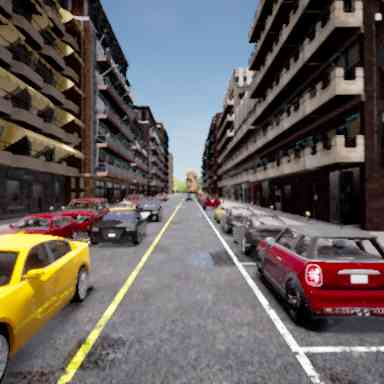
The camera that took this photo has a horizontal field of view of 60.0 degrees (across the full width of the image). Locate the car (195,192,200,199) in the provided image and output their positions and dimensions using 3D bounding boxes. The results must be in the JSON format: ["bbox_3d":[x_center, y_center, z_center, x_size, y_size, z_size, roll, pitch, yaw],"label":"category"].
[{"bbox_3d":[2.154,1.123,62.911,2.192,1.841,5.009,0,0,0],"label":"car"}]

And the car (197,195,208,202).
[{"bbox_3d":[2.104,1.344,68.480,2.008,1.369,4.403,0,0,0],"label":"car"}]

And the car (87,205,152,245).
[{"bbox_3d":[-3.217,1.534,15.297,1.994,1.385,4.181,0,0,0],"label":"car"}]

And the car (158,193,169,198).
[{"bbox_3d":[-6.274,1.153,68.439,2.192,1.841,5.009,0,0,0],"label":"car"}]

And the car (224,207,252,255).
[{"bbox_3d":[2.598,1.498,12.804,2.008,1.369,4.403,0,0,-1],"label":"car"}]

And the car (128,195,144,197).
[{"bbox_3d":[-5.978,1.243,35.033,2.192,1.841,5.009,0,0,0],"label":"car"}]

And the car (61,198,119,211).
[{"bbox_3d":[-5.830,1.291,18.330,2.192,1.841,5.009,0,0,-1],"label":"car"}]

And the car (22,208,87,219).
[{"bbox_3d":[-5.782,1.537,12.763,1.887,1.381,4.507,1,0,0],"label":"car"}]

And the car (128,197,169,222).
[{"bbox_3d":[-3.274,1.431,25.820,2.128,1.511,4.902,0,0,0],"label":"car"}]

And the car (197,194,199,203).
[{"bbox_3d":[2.252,1.388,51.777,2.008,1.369,4.403,0,0,0],"label":"car"}]

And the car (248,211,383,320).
[{"bbox_3d":[2.648,1.404,7.236,1.967,1.590,4.097,0,0,0],"label":"car"}]

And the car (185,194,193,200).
[{"bbox_3d":[-0.724,1.186,82.785,1.812,1.442,4.674,0,0,-1],"label":"car"}]

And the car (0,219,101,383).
[{"bbox_3d":[-3.135,1.478,5.335,1.882,1.535,5.008,0,0,0],"label":"car"}]

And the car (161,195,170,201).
[{"bbox_3d":[-6.376,1.392,79.575,1.802,1.307,4.206,0,0,0],"label":"car"}]

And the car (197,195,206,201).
[{"bbox_3d":[2.054,1.345,74.048,1.947,1.339,4.313,0,0,0],"label":"car"}]

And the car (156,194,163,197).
[{"bbox_3d":[-6.128,1.448,51.737,1.947,1.339,4.313,0,0,-1],"label":"car"}]

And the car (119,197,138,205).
[{"bbox_3d":[-5.929,1.469,29.296,1.752,1.417,4.829,0,0,0],"label":"car"}]

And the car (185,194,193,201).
[{"bbox_3d":[-0.634,1.382,72.778,1.895,1.301,4.718,0,0,-1],"label":"car"}]

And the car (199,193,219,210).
[{"bbox_3d":[2.353,1.182,40.642,2.192,1.841,5.009,0,0,0],"label":"car"}]

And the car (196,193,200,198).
[{"bbox_3d":[2.203,1.367,57.345,1.887,1.381,4.507,0,0,0],"label":"car"}]

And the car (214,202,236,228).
[{"bbox_3d":[2.549,1.481,18.371,2.008,1.369,4.403,0,0,0],"label":"car"}]

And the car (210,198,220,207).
[{"bbox_3d":[2.498,1.439,24.109,1.752,1.417,4.829,0,0,0],"label":"car"}]
